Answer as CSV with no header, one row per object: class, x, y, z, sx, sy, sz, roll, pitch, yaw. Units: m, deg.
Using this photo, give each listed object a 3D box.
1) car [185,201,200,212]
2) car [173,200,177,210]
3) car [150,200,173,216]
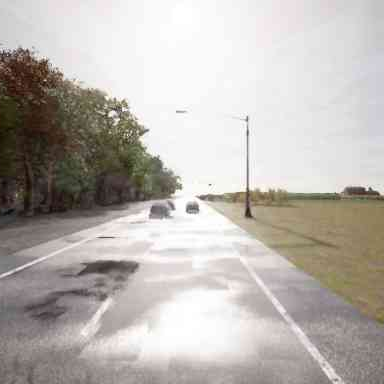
car,0.088,1.928,45.688,2.033,1.411,5.357,0,0,0
car,-3.414,1.920,49.749,1.837,1.490,4.892,0,0,0
car,-3.409,1.783,36.308,1.882,1.535,5.008,0,-1,0
